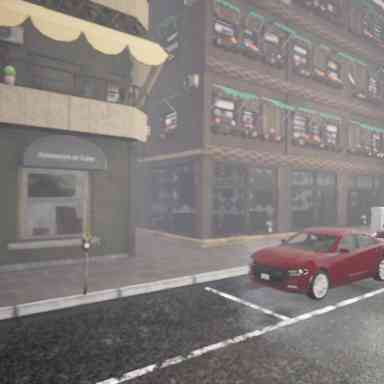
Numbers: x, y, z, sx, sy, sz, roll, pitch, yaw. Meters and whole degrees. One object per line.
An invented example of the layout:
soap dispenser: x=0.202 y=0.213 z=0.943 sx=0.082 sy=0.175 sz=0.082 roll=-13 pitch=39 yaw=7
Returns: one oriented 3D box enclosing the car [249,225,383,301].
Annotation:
car: x=3.425 y=1.607 z=8.523 sx=4.507 sy=1.381 sz=1.887 roll=1 pitch=0 yaw=-35
